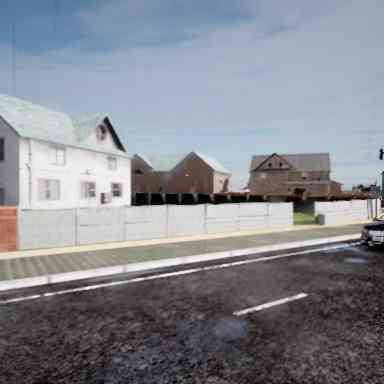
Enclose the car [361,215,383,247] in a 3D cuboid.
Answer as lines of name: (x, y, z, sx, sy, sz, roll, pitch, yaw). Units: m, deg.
car: (9.086, 1.536, 14.113, 4.902, 1.511, 2.128, 0, 0, -35)
